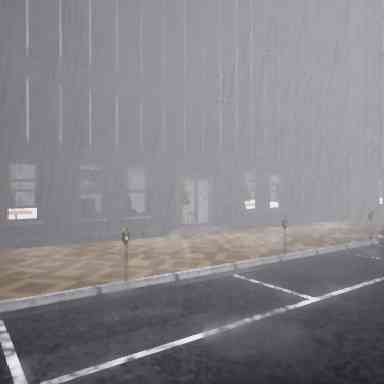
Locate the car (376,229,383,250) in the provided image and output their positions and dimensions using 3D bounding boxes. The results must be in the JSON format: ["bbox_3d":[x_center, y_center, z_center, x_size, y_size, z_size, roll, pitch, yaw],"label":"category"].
[{"bbox_3d":[8.819,1.542,12.851,4.403,1.369,2.008,0,0,-36],"label":"car"}]
